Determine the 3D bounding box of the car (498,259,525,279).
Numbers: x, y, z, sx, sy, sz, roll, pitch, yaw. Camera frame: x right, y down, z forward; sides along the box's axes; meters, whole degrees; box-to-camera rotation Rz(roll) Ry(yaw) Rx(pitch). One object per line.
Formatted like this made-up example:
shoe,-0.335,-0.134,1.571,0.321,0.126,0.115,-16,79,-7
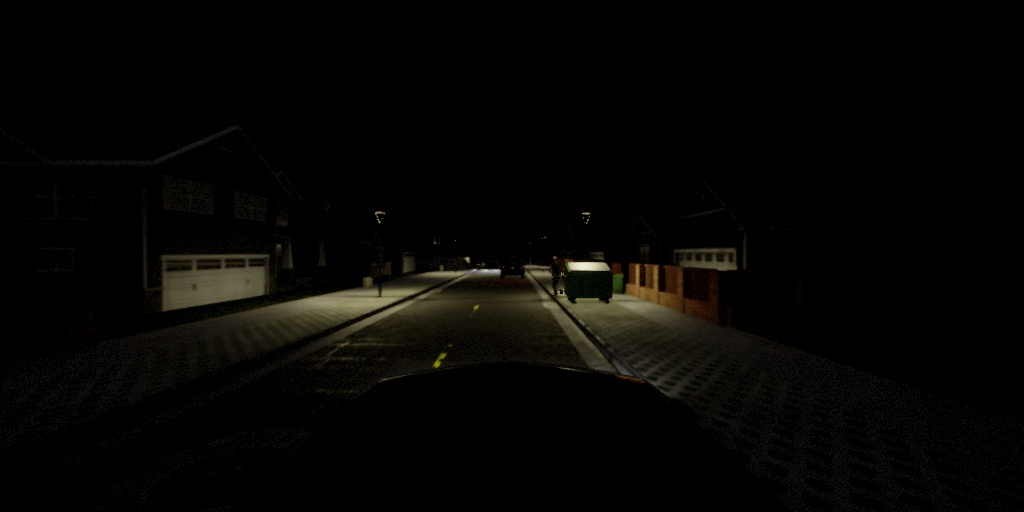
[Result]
car,0.072,1.020,32.136,2.097,1.767,4.553,0,0,0

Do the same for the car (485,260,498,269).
car,-2.813,1.207,50.885,1.895,1.301,4.718,0,0,0

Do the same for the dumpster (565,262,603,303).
dumpster,3.011,1.114,15.313,1.020,1.700,1.940,0,0,0

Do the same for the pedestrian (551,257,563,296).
pedestrian,1.955,0.855,16.127,0.375,1.860,0.375,0,1,-10
